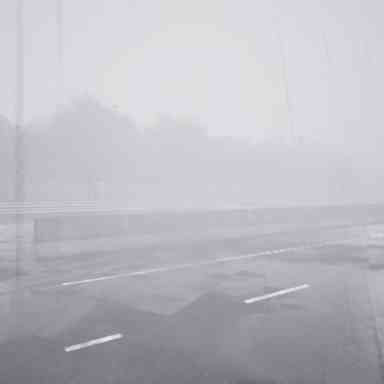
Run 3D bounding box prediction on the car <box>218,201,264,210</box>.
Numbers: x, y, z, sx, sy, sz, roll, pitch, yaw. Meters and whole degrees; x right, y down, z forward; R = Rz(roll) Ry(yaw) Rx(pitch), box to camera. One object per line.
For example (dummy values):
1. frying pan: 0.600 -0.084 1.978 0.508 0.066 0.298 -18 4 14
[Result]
1. car: 4.878 1.619 33.147 4.718 1.301 1.895 0 0 -36
